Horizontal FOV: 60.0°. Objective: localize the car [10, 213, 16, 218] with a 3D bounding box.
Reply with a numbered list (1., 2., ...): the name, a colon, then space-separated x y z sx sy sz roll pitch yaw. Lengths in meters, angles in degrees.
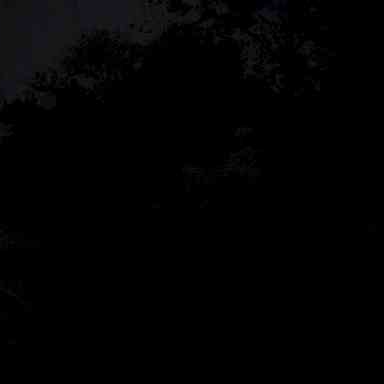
1. car: -15.281 2.070 33.145 1.895 1.301 4.718 -1 -1 34
